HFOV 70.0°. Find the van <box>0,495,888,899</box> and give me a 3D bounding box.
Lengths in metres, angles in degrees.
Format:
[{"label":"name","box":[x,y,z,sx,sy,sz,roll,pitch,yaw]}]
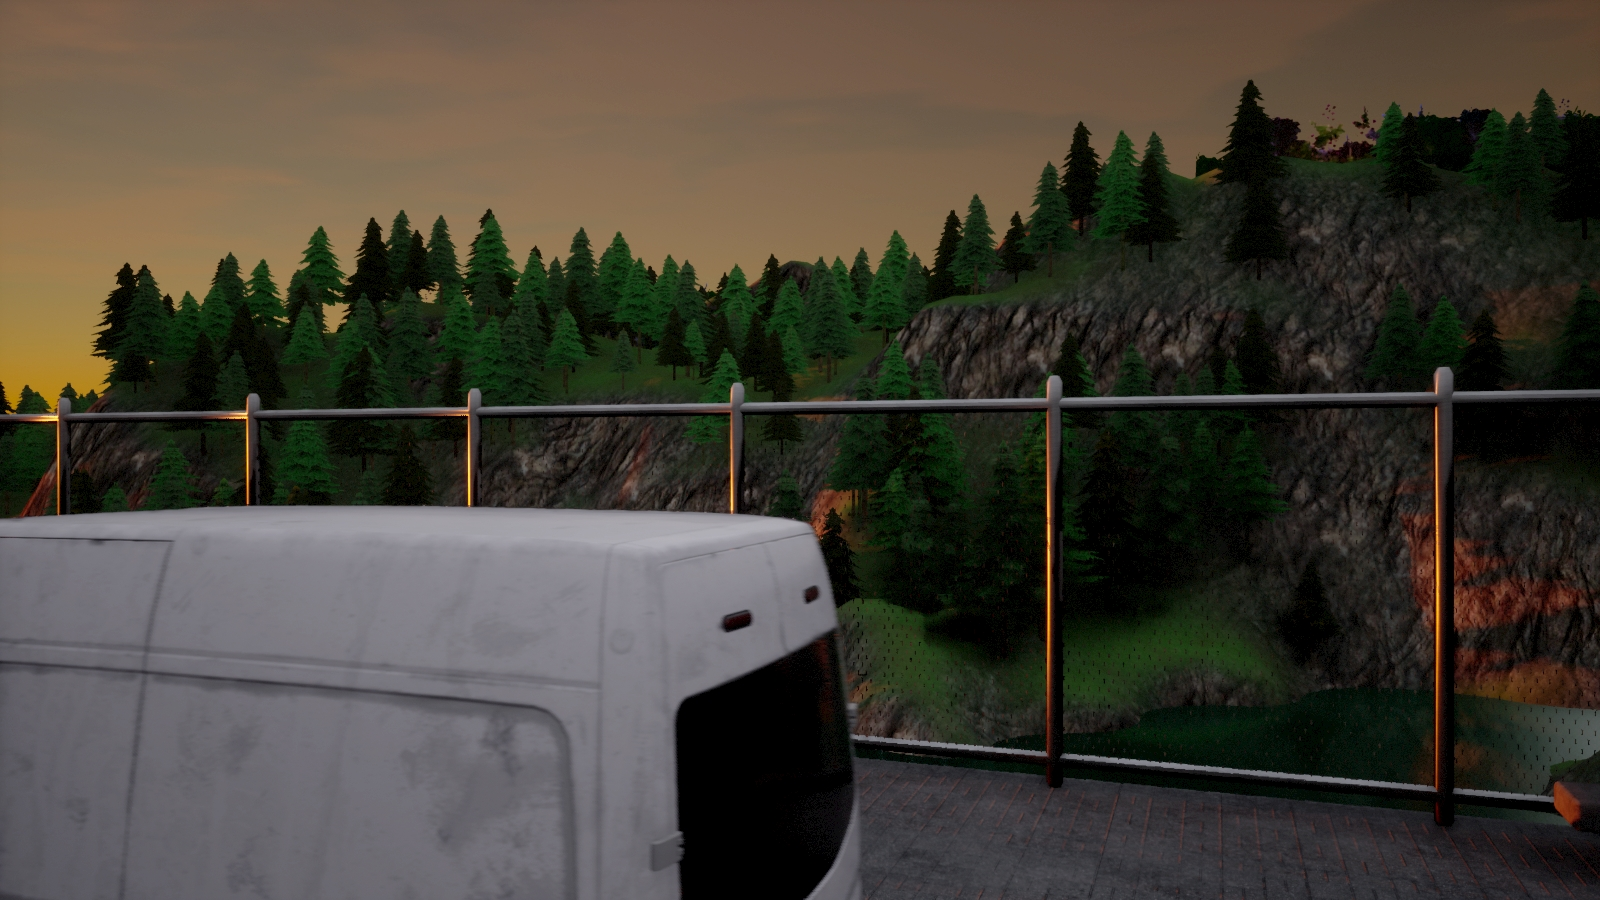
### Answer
[{"label":"van","box":[-2.752,1.536,4.831,5.915,2.561,1.988,0,0,20]}]
